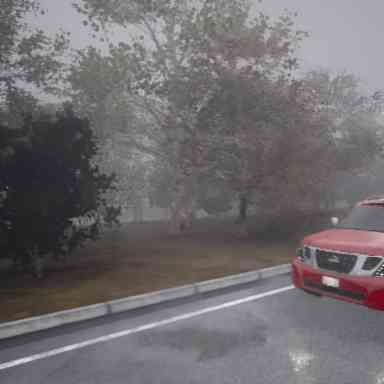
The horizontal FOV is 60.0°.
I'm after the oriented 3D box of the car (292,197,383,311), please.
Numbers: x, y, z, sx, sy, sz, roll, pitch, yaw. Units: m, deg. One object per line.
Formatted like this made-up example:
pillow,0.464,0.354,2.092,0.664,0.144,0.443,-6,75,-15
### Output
car,4.614,1.149,7.283,5.566,2.045,2.150,-1,0,-35
